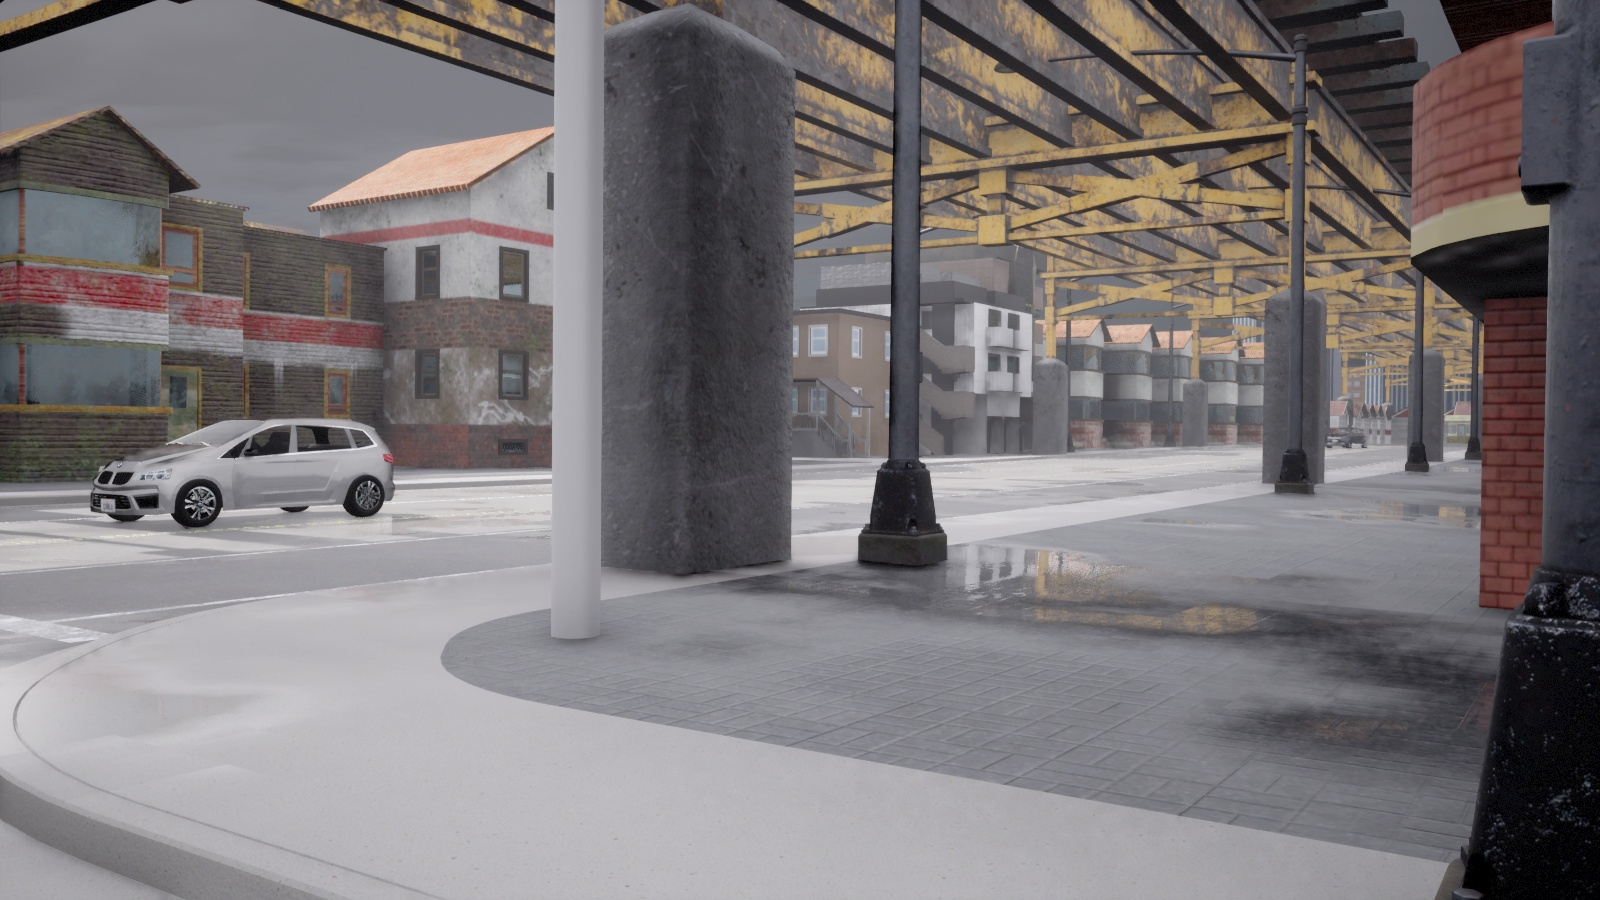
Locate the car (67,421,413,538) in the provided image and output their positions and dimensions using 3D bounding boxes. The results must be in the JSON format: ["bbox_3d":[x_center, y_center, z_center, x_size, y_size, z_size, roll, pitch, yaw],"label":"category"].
[{"bbox_3d":[-8.884,0.379,20.320,2.242,1.667,4.611,0,1,34],"label":"car"}]
